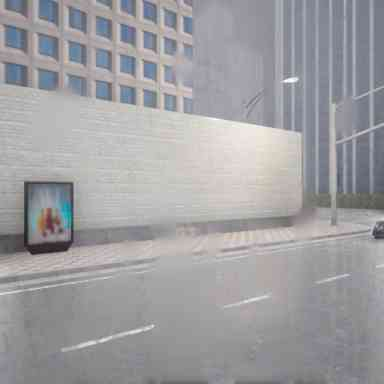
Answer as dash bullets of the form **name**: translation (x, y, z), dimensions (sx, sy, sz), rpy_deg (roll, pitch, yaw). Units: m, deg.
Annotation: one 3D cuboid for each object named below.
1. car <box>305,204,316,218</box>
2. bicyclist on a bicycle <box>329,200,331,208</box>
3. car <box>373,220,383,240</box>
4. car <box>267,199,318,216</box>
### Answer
- **car**: translation (9.021, 1.533, 30.740), dimensions (1.882, 1.535, 5.008), rpy_deg (0, 0, -36)
- **bicyclist on a bicycle**: translation (18.624, 1.356, 43.921), dimensions (1.656, 1.620, 0.582), rpy_deg (0, 0, -36)
- **car**: translation (10.438, 1.524, 15.730), dimensions (4.674, 1.442, 1.812), rpy_deg (0, 0, -35)
- **car**: translation (10.401, 1.547, 34.826), dimensions (2.128, 1.511, 4.902), rpy_deg (0, 0, -36)
